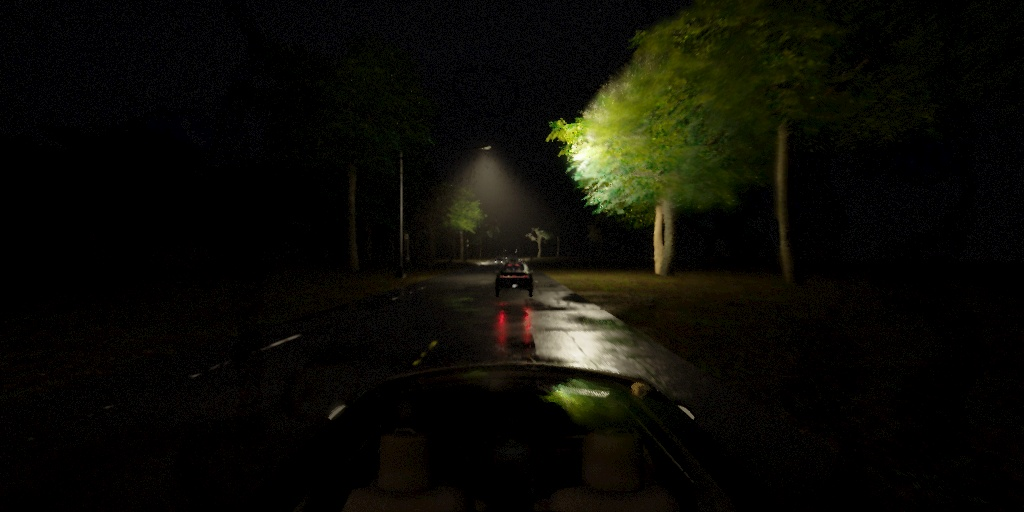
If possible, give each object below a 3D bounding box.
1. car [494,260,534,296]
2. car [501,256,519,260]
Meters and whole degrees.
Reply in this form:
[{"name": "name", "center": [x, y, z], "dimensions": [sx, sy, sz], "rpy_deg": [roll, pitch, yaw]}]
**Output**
[{"name": "car", "center": [0.108, 1.138, 18.619], "dimensions": [2.128, 1.511, 4.902], "rpy_deg": [0, 0, 0]}, {"name": "car", "center": [0.114, 1.047, 36.913], "dimensions": [1.837, 1.490, 4.892], "rpy_deg": [0, 0, 0]}]
